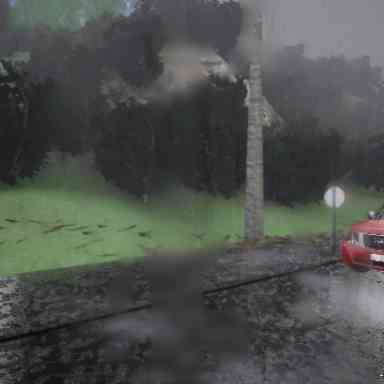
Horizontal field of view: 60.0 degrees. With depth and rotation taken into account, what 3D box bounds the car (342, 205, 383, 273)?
[{"bbox_3d":[6.477,1.112,9.197,5.566,2.045,2.150,-1,1,-35],"label":"car"}]
